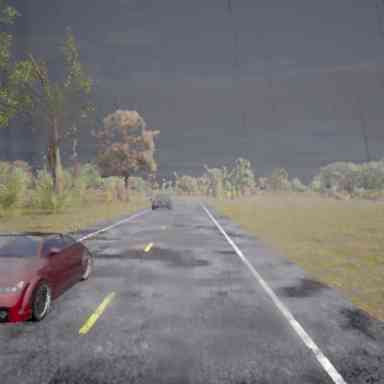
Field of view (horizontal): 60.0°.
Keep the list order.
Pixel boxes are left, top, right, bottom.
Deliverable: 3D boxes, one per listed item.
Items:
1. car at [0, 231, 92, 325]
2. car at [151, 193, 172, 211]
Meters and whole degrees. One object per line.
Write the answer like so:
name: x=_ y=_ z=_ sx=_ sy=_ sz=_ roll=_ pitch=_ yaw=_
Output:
car: x=-3.599 y=1.560 z=7.061 sx=1.994 sy=1.385 sz=4.181 roll=0 pitch=0 yaw=0
car: x=-3.589 y=1.188 z=40.251 sx=2.150 sy=2.045 sz=5.566 roll=0 pitch=0 yaw=0
